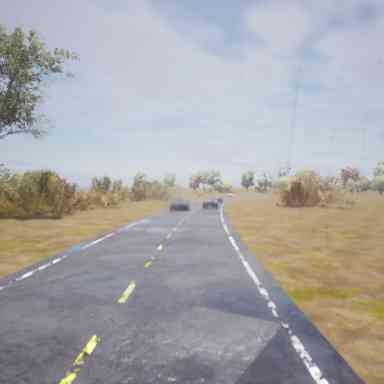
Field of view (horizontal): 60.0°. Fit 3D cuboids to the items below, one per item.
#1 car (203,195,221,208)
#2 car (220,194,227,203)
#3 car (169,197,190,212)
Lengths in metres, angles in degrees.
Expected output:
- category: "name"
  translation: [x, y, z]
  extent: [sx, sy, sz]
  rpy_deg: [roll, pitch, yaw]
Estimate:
- category: "car"
  translation: [2.504, 1.435, 43.698]
  extent: [1.895, 1.301, 4.718]
  rpy_deg: [0, 0, 6]
- category: "car"
  translation: [4.852, 1.317, 62.124]
  extent: [2.033, 1.411, 5.357]
  rpy_deg: [0, 0, 9]
- category: "car"
  translation: [-1.316, 1.331, 37.352]
  extent: [1.882, 1.535, 5.008]
  rpy_deg: [0, 0, 5]
